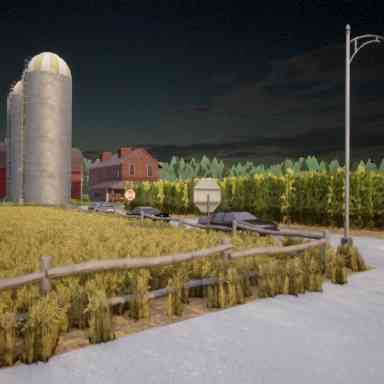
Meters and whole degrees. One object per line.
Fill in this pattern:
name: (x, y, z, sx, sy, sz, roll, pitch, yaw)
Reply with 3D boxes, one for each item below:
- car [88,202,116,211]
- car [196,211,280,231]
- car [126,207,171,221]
car: (-9.602, 1.782, 35.421, 2.128, 1.511, 4.902, 1, 0, -35)
car: (2.412, 1.762, 18.681, 2.033, 1.411, 5.357, 1, -1, -36)
car: (-3.552, 1.874, 26.958, 1.895, 1.301, 4.718, 1, -1, -36)
